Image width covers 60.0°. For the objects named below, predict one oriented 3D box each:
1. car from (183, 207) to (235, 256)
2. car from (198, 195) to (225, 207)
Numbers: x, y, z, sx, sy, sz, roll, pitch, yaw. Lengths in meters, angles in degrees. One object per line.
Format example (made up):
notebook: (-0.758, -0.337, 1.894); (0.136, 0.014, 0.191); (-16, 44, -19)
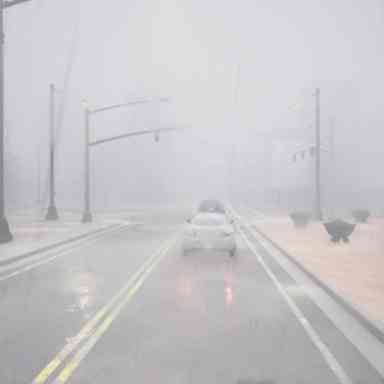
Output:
car: (0.696, 1.527, 13.070); (1.812, 1.442, 4.674); (0, 0, 4)
car: (1.597, 1.367, 27.314); (2.097, 1.767, 4.553); (0, 0, 4)
